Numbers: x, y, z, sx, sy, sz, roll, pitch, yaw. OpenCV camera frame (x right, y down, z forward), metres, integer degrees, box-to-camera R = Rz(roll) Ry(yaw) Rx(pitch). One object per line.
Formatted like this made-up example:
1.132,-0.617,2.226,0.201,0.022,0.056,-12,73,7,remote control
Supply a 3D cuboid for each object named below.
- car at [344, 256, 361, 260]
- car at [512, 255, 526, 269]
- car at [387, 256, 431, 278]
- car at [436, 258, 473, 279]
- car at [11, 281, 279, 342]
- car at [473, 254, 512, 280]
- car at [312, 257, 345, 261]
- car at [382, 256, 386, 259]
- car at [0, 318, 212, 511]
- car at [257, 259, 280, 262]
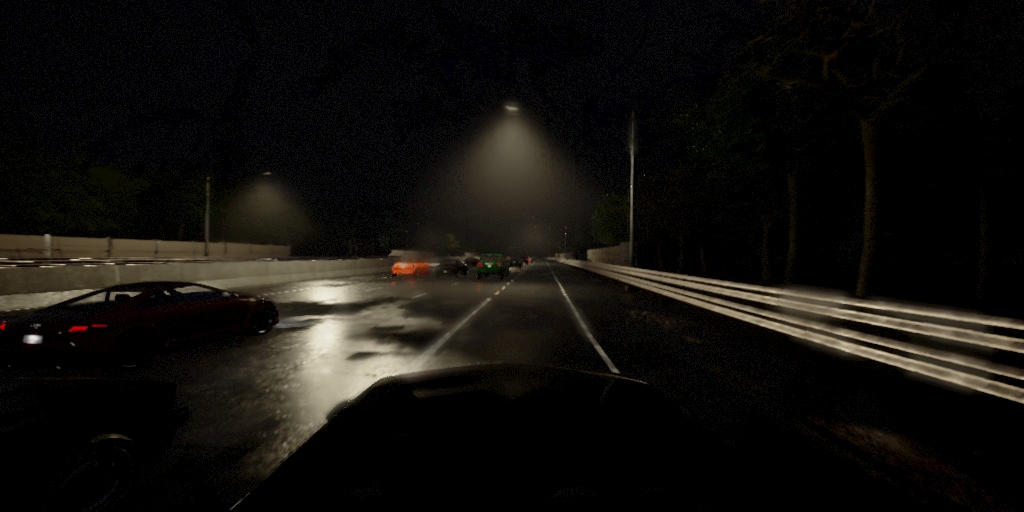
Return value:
-24.220,0.766,52.802,1.882,1.535,5.008,1,0,5,car
0.507,0.935,53.951,2.097,1.767,4.553,1,0,5,car
-8.500,0.897,30.768,2.097,1.767,4.553,1,0,5,car
-5.008,1.066,30.528,1.882,1.535,5.008,1,0,5,car
-6.989,1.210,7.362,1.994,1.385,4.181,1,0,5,car
-1.516,0.852,30.260,2.150,2.045,5.566,1,0,5,car
-18.751,0.972,35.065,1.994,1.385,4.181,1,0,5,car
-17.340,0.727,51.188,2.097,1.767,4.553,1,0,5,car
-4.009,1.304,1.118,1.895,1.301,4.718,1,0,5,car
-25.600,0.922,36.936,1.895,1.301,4.718,1,0,5,car
